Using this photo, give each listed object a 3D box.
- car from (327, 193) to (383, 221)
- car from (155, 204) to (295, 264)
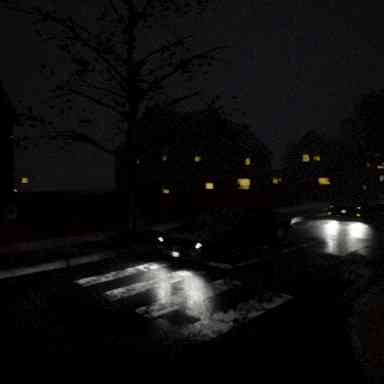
[{"bbox_3d":[9.133,0.730,18.251,4.181,1.385,1.994,-3,3,-43],"label":"car"},{"bbox_3d":[1.356,1.131,10.612,2.033,1.411,5.357,1,3,43],"label":"car"}]
